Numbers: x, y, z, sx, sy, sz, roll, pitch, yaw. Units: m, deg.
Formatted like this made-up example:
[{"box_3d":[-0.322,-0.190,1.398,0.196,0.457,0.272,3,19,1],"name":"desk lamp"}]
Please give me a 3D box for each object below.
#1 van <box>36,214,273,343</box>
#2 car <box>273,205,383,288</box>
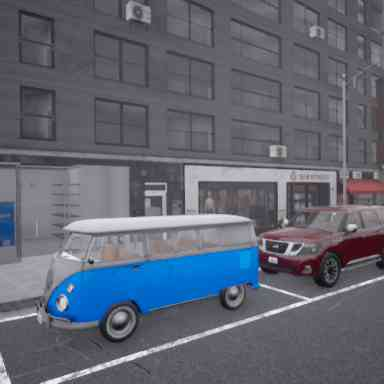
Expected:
[{"box_3d":[-0.559,1.339,6.157,3.998,1.788,1.690,0,-1,-36],"name":"van"},{"box_3d":[3.974,1.310,9.420,5.009,1.841,2.192,0,-1,-36],"name":"car"}]
